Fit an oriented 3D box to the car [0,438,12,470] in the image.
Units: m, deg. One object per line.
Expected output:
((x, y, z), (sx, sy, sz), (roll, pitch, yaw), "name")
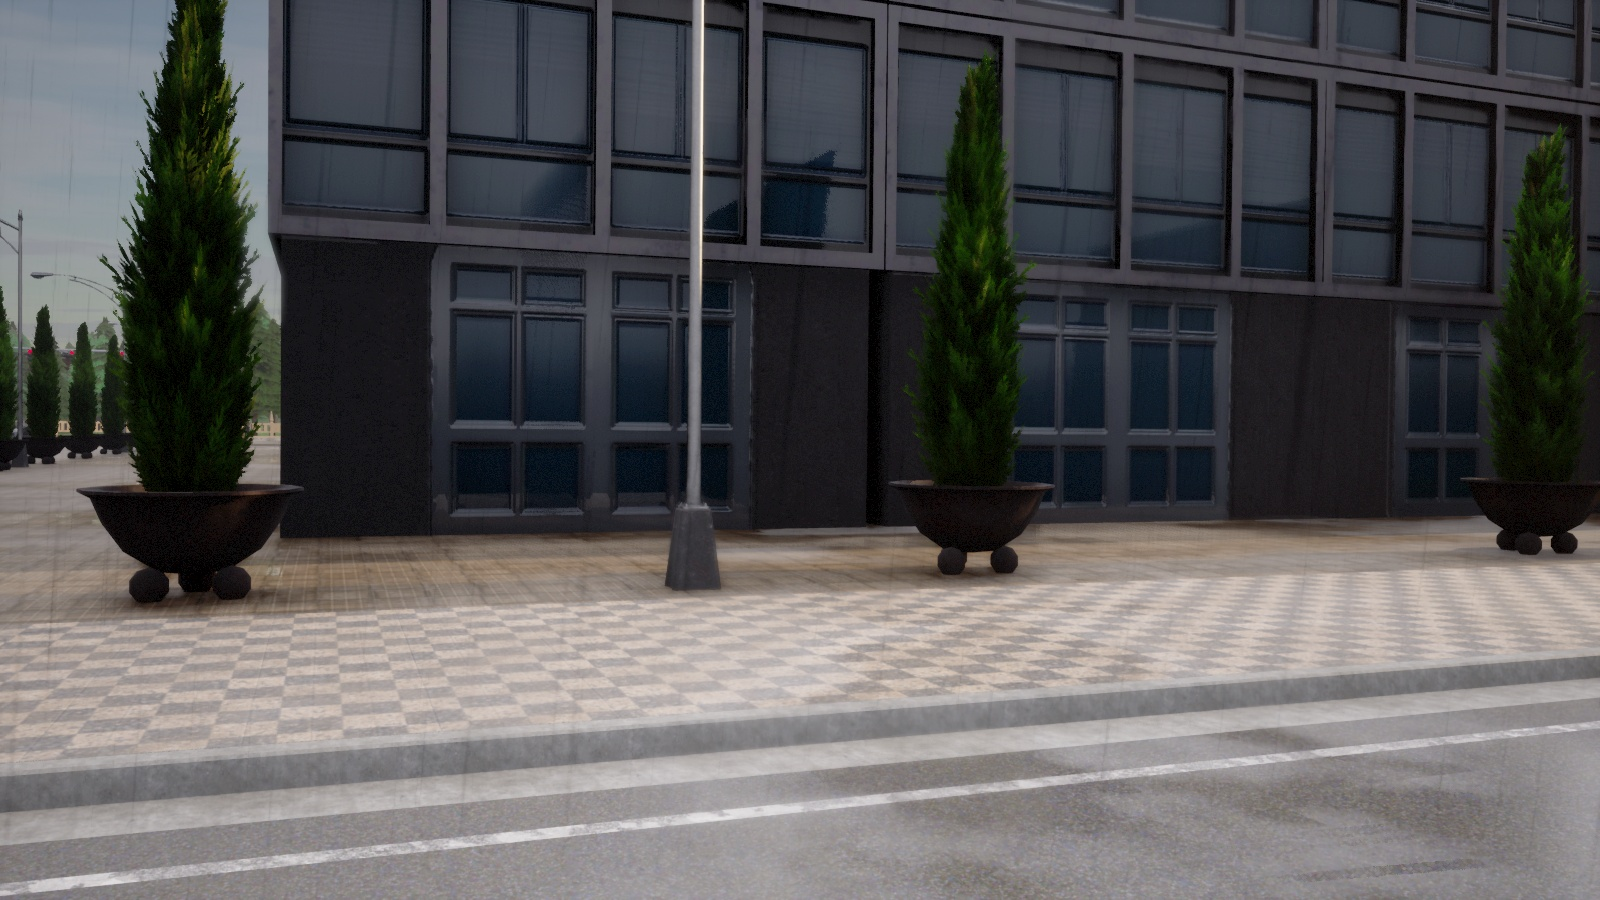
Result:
((-38.497, 0.209, 58.691), (1.837, 1.490, 4.892), (-1, 1, -20), "car")
